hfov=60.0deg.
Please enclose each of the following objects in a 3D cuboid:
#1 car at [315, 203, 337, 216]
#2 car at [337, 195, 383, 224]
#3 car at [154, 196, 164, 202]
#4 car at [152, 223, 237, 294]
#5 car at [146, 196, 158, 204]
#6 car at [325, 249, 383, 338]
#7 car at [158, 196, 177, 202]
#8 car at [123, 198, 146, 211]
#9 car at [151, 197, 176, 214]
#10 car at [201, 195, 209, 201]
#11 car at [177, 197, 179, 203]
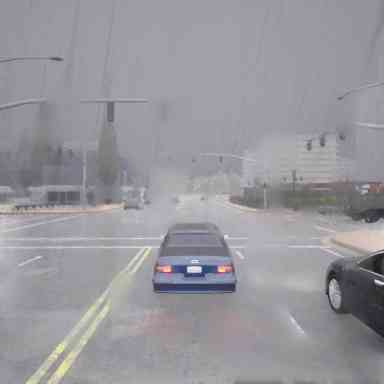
[{"bbox_3d":[14.351,1.601,31.871,4.718,1.301,1.895,0,0,1],"label":"car"},{"bbox_3d":[14.097,1.221,24.461,5.566,2.045,2.150,0,0,-3],"label":"car"},{"bbox_3d":[-7.221,1.595,73.487,1.895,1.301,4.718,0,0,0],"label":"car"},{"bbox_3d":[0.055,1.547,8.952,2.033,1.411,5.357,0,0,0],"label":"car"},{"bbox_3d":[-7.255,1.505,58.397,1.837,1.490,4.892,0,0,0],"label":"car"},{"bbox_3d":[3.548,1.505,4.706,1.837,1.490,4.892,0,0,0],"label":"car"},{"bbox_3d":[-3.747,1.504,50.429,1.837,1.490,4.892,0,0,0],"label":"car"},{"bbox_3d":[-7.223,1.505,41.208,1.837,1.490,4.892,0,0,0],"label":"car"},{"bbox_3d":[-3.156,1.525,35.831,1.812,1.442,4.674,0,0,-9],"label":"car"},{"bbox_3d":[3.245,1.553,84.630,1.994,1.385,4.181,0,0,0],"label":"car"},{"bbox_3d":[-3.710,1.601,69.075,1.895,1.301,4.718,0,0,0],"label":"car"}]
